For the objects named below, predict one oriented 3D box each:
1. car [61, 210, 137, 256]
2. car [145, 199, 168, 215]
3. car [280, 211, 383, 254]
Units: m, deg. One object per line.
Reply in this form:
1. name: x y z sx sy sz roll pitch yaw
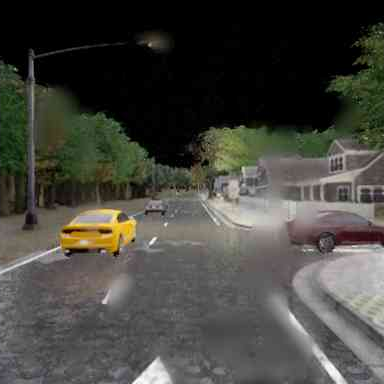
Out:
1. car: -3.399 1.427 12.964 1.882 1.535 5.008 0 0 0
2. car: -3.391 1.404 32.268 2.033 1.411 5.357 0 0 0
3. car: 5.679 1.437 12.713 4.674 1.442 1.812 0 -2 -15
